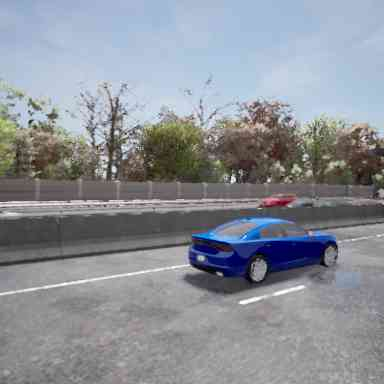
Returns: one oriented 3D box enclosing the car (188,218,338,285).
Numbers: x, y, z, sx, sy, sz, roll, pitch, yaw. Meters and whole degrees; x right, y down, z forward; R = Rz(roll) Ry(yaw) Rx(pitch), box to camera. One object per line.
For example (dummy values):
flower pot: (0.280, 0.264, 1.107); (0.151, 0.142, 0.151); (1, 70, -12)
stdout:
car: (2.239, 1.480, 9.639); (5.008, 1.535, 1.882); (0, 0, -35)

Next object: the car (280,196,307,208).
car: (13.113, 1.517, 39.113); (4.902, 1.511, 2.128); (0, 0, -35)

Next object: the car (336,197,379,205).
car: (16.967, 1.502, 33.266); (5.008, 1.535, 1.882); (0, 0, -35)

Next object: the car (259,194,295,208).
car: (10.968, 1.247, 41.883); (5.566, 2.045, 2.150); (0, 0, -36)

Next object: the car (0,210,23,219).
car: (-13.108, 1.603, 20.439); (4.718, 1.301, 1.895); (0, 0, -35)

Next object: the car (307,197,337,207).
car: (15.100, 1.377, 36.232); (4.553, 1.767, 2.097); (0, 0, -35)
